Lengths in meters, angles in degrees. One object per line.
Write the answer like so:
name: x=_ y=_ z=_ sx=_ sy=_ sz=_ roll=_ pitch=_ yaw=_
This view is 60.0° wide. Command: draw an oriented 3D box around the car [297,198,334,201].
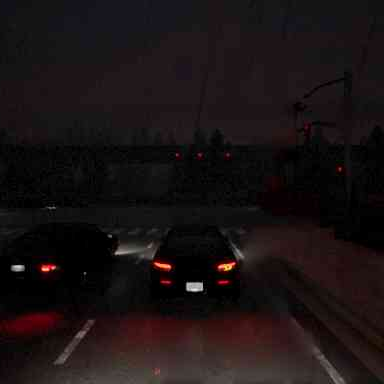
car: x=16.872 y=1.505 z=43.376 sx=4.902 sy=1.511 sz=2.128 roll=0 pitch=0 yaw=0

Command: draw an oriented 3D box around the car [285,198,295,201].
car: x=14.070 y=1.540 z=46.887 sx=4.674 sy=1.442 sz=1.812 roll=0 pitch=0 yaw=2

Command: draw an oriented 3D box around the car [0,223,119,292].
car: x=-3.430 y=1.550 z=9.063 sx=2.033 sy=1.411 sz=5.357 roll=0 pitch=0 yaw=0

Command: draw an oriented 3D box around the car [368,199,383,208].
car: x=27.631 y=1.615 z=46.842 sx=4.718 sy=1.301 sz=1.895 roll=0 pitch=0 yaw=0

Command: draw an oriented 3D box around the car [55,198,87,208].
car: x=-17.096 y=1.578 z=47.032 sx=4.181 sy=1.385 sz=1.994 roll=0 pitch=0 yaw=0

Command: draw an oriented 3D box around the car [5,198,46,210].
car: x=-21.773 y=1.490 z=43.553 sx=5.008 sy=1.535 sz=1.882 roll=0 pitch=0 yaw=0

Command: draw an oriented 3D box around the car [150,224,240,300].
car: x=0.063 y=1.528 z=8.246 sx=1.812 sy=1.442 sz=4.674 roll=0 pitch=0 yaw=0
